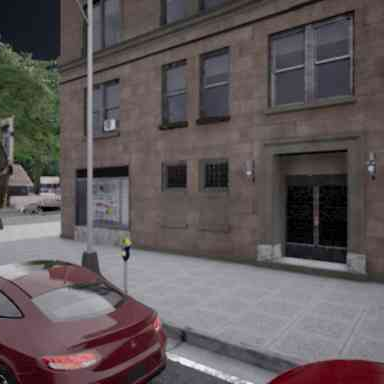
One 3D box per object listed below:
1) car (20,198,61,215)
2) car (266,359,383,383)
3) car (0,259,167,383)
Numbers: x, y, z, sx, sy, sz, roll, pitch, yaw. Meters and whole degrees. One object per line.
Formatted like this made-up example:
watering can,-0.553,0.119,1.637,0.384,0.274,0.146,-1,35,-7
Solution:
car,-13.758,1.349,31.673,2.128,1.511,4.902,0,0,36
car,2.274,1.546,1.187,4.507,1.381,1.887,0,0,35
car,-2.218,1.578,4.391,4.206,1.307,1.802,0,0,35
